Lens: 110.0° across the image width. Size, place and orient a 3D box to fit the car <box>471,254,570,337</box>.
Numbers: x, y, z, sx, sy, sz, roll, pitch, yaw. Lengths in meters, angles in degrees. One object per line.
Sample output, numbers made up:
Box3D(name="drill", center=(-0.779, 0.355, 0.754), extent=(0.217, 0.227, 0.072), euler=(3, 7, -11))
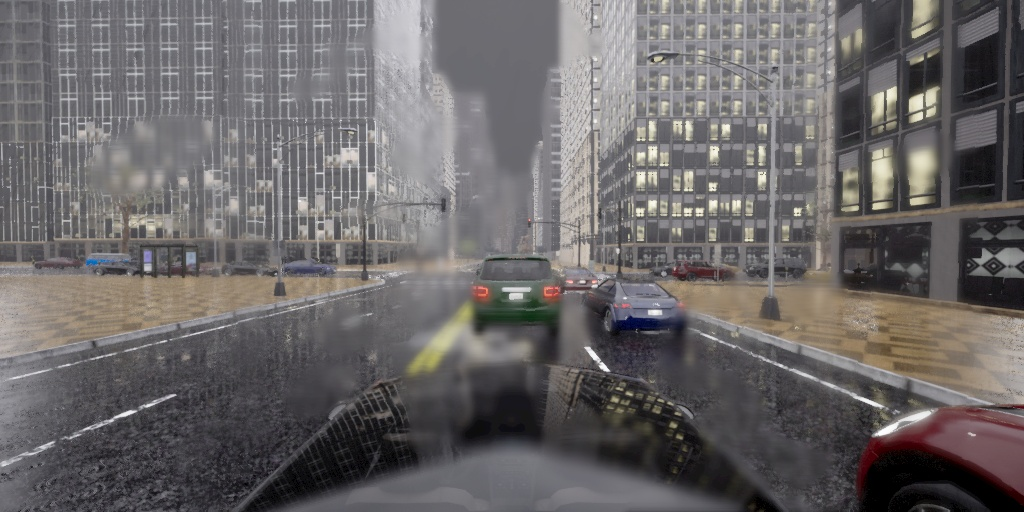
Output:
Box3D(name="car", center=(0.117, 0.967, 10.415), extent=(2.150, 2.045, 5.566), euler=(0, 0, 0))

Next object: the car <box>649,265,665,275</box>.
Box3D(name="car", center=(16.486, 1.365, 36.343), extent=(4.892, 1.490, 1.837), euler=(0, 1, -1))

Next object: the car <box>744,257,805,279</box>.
Box3D(name="car", center=(26.562, 1.171, 36.122), extent=(5.566, 2.045, 2.150), euler=(1, 1, 1))

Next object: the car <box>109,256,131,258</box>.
Box3D(name="car", center=(-35.008, 1.014, 34.137), extent=(4.181, 1.385, 1.994), euler=(1, 1, 1))

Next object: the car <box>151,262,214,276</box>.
Box3D(name="car", center=(-28.355, 1.137, 31.295), extent=(4.207, 1.307, 1.802), euler=(0, 0, 1))

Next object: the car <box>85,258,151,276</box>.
Box3D(name="car", center=(-34.035, 1.068, 31.479), extent=(4.313, 1.339, 1.948), euler=(0, 0, 1))

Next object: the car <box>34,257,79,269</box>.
Box3D(name="car", center=(-50.890, 0.792, 40.290), extent=(4.207, 1.307, 1.802), euler=(0, 0, 1))

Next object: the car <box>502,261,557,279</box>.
Box3D(name="car", center=(1.576, 1.273, 33.388), extent=(4.902, 1.511, 2.128), euler=(1, 1, 1))

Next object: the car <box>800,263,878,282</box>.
Box3D(name="car", center=(27.701, 1.577, 30.322), extent=(4.829, 1.417, 1.751), euler=(0, 0, 1))

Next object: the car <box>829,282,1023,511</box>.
Box3D(name="car", center=(3.344, 1.103, 0.464), extent=(2.097, 1.767, 4.553), euler=(0, 0, 0))

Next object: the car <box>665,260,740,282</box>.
Box3D(name="car", center=(16.253, 1.268, 30.542), extent=(5.009, 1.841, 2.192), euler=(0, 0, 1))

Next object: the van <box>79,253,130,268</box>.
Box3D(name="van", center=(-45.208, 0.603, 40.163), extent=(3.998, 1.789, 1.690), euler=(0, 0, 1))

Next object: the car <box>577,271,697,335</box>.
Box3D(name="car", center=(3.374, 1.310, 10.508), extent=(1.994, 1.385, 4.181), euler=(0, 0, -1))

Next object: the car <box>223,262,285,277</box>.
Box3D(name="car", center=(-22.671, 1.172, 31.150), extent=(4.313, 1.339, 1.948), euler=(0, 0, 1))

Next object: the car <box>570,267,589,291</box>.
Box3D(name="car", center=(3.389, 1.287, 19.750), extent=(2.033, 1.411, 5.357), euler=(0, 0, 0))

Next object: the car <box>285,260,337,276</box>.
Box3D(name="car", center=(-18.968, 1.122, 33.769), extent=(4.674, 1.442, 1.812), euler=(1, 1, 2))
